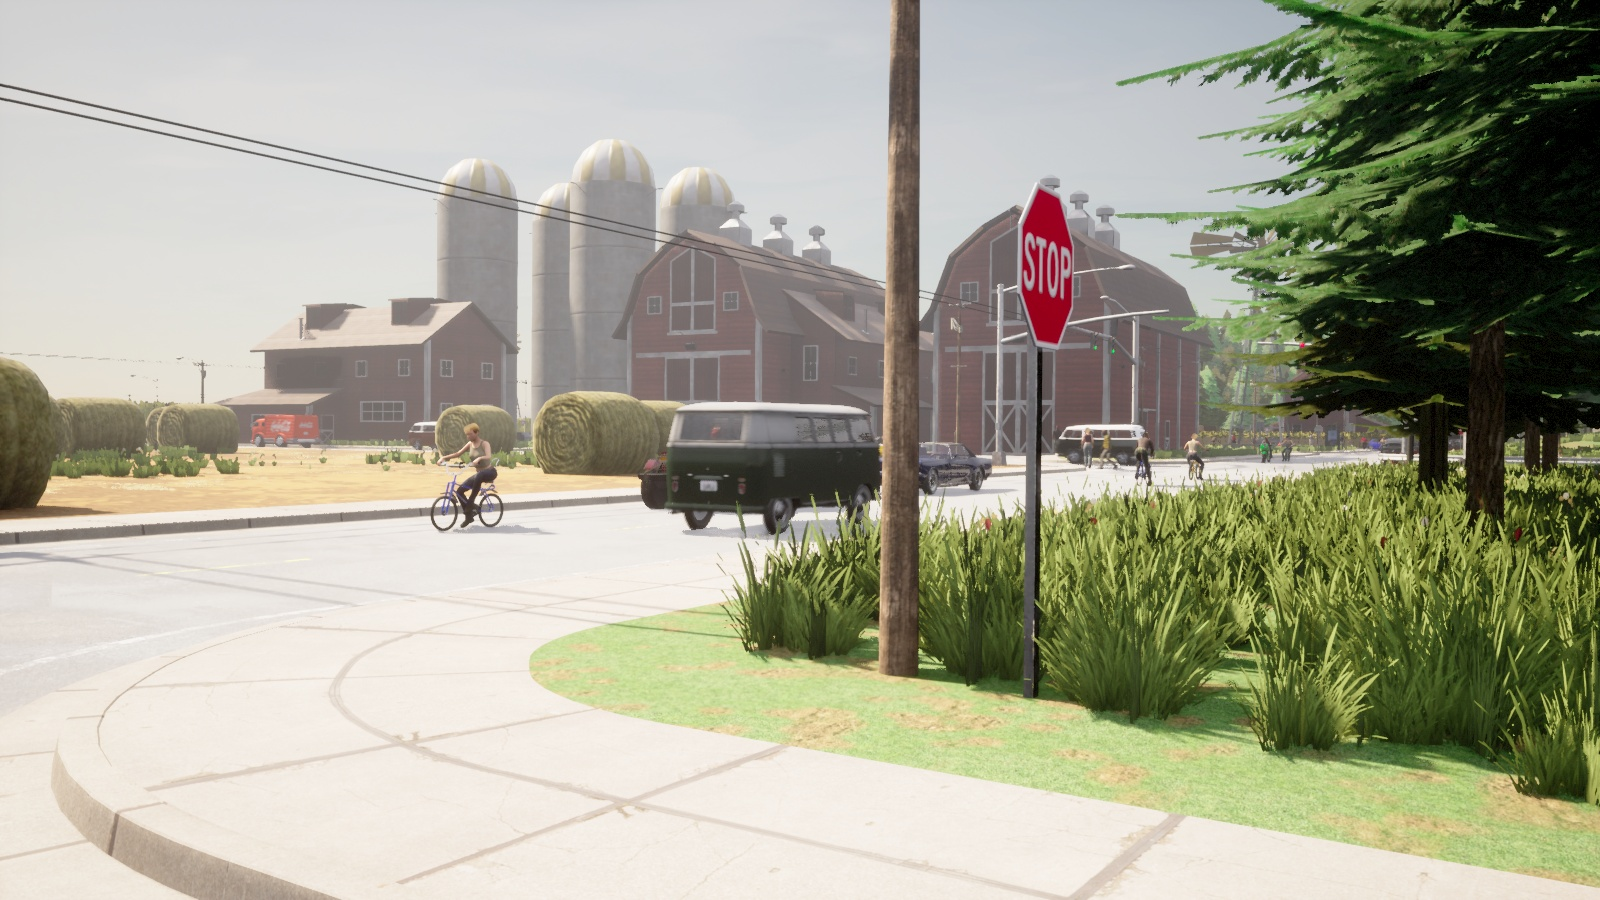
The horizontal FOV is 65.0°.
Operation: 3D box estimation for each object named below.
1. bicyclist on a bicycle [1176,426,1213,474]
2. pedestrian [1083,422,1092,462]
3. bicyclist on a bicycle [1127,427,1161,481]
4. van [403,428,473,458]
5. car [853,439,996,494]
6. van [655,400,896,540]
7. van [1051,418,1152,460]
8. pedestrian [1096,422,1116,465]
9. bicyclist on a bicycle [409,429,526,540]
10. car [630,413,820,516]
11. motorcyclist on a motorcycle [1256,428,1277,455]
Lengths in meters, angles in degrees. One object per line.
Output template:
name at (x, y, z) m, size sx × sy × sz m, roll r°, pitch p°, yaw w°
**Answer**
bicyclist on a bicycle at (13.684, -0.015, 43.524) m, size 0.866 × 1.612 × 1.509 m, roll 0°, pitch 1°, yaw 31°
pedestrian at (13.030, -0.362, 56.834) m, size 0.345 × 1.836 × 0.594 m, roll 0°, pitch 1°, yaw 17°
bicyclist on a bicycle at (10.448, 0.104, 38.093) m, size 0.582 × 1.620 × 1.656 m, roll 0°, pitch 1°, yaw 31°
van at (-24.706, -0.484, 85.739) m, size 4.480 × 2.038 × 2.069 m, roll 0°, pitch 1°, yaw 30°
car at (3.359, 0.385, 33.049) m, size 1.895 × 1.301 × 4.718 m, roll 0°, pitch 1°, yaw 31°
van at (-0.257, 0.246, 20.175) m, size 1.775 × 1.987 × 4.442 m, roll 0°, pitch 1°, yaw 31°
van at (15.099, -0.531, 62.935) m, size 4.480 × 2.038 × 2.069 m, roll 0°, pitch 1°, yaw 30°
pedestrian at (13.151, -0.296, 53.980) m, size 0.726 × 1.835 × 0.370 m, roll 0°, pitch 1°, yaw 33°
bicyclist on a bicycle at (-5.018, 0.488, 19.032) m, size 0.866 × 1.612 × 1.509 m, roll 0°, pitch 1°, yaw 31°
car at (-1.407, 0.233, 25.069) m, size 1.905 × 1.878 × 3.866 m, roll 0°, pitch 1°, yaw 31°
motorcyclist on a motorcycle at (26.969, -0.487, 72.584) m, size 0.797 × 1.523 × 2.044 m, roll 0°, pitch 1°, yaw 31°
